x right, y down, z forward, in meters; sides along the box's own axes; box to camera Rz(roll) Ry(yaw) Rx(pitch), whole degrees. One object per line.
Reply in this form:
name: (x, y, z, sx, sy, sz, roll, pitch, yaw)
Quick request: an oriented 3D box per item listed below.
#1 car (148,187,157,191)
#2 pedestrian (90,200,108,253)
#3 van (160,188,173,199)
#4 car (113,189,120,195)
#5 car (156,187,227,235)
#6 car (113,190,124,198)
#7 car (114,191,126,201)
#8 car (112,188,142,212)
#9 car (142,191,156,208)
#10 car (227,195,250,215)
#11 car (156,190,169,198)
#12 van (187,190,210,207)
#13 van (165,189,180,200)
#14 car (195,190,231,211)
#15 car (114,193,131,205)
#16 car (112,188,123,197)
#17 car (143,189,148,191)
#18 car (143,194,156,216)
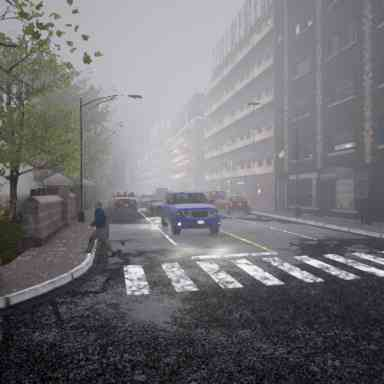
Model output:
car: (-4.733, 0.339, 49.417, 2.150, 2.045, 5.566, 0, 1, -13)
pedestrian: (-2.915, 1.130, 10.453, 0.375, 1.860, 0.375, 1, 0, -14)
van: (-4.527, 0.269, 59.665, 1.690, 1.788, 3.998, 1, 1, -14)
car: (-20.457, -0.043, 89.911, 1.947, 1.339, 4.313, 1, 1, -14)
car: (-0.261, 0.928, 17.278, 2.150, 2.045, 5.566, 0, 1, -14)
car: (-13.973, 0.429, 63.070, 2.008, 1.369, 4.403, 1, 1, -14)
car: (-11.339, 0.602, 52.168, 1.752, 1.417, 4.829, 1, 1, -14)
car: (-6.188, 0.779, 30.857, 2.192, 1.841, 5.009, 1, 1, -14)
car: (-4.851, 0.908, 36.308, 2.033, 1.411, 5.357, 0, 1, -14)
car: (3.252, 0.953, 27.457, 1.967, 1.590, 4.097, 1, 1, -14)
car: (-5.866, 0.352, 65.201, 1.752, 1.417, 4.829, 1, 1, -14)
van: (0.660, 0.659, 38.192, 1.690, 1.788, 3.998, 1, 1, -14)
van: (-3.230, 0.366, 54.298, 1.690, 1.788, 3.998, 1, 1, -14)
car: (1.957, 0.730, 32.823, 2.192, 1.841, 5.009, 1, 1, -14)
car: (-8.786, 0.835, 41.598, 1.947, 1.339, 4.313, 1, 1, -14)
car: (-16.562, -0.001, 73.803, 2.192, 1.841, 5.009, 1, 1, -14)
car: (-7.165, 0.461, 59.470, 1.812, 1.442, 4.674, 0, 1, -14)
car: (-2.508, 1.101, 26.590, 1.994, 1.385, 4.181, 0, 1, -14)
